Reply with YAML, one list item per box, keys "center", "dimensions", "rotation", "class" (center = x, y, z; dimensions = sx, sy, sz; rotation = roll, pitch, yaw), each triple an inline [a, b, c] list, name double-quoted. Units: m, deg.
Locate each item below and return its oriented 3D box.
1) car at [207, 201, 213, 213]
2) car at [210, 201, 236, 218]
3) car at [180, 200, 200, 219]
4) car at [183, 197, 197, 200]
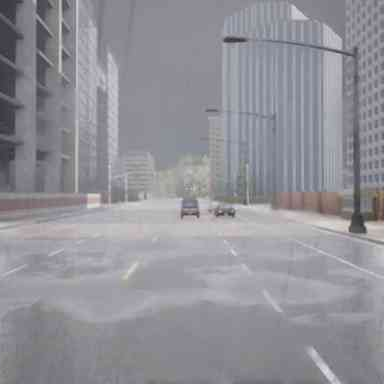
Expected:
- center: [3.140, 1.967, 44.528]
  dimensions: [1.812, 1.442, 4.674]
  rotation: [0, 0, 0]
  class: "car"
- center: [3.292, 1.942, 34.425]
  dimensions: [1.895, 1.301, 4.718]
  rotation: [0, -1, -1]
  class: "car"
- center: [-0.199, 1.826, 33.483]
  dimensions: [2.128, 1.511, 4.902]
  rotation: [0, -1, -1]
  class: "car"
- center: [-0.294, 1.658, 43.670]
  dimensions: [2.150, 2.045, 5.566]
  rotation: [0, -1, 0]
  class: "car"
